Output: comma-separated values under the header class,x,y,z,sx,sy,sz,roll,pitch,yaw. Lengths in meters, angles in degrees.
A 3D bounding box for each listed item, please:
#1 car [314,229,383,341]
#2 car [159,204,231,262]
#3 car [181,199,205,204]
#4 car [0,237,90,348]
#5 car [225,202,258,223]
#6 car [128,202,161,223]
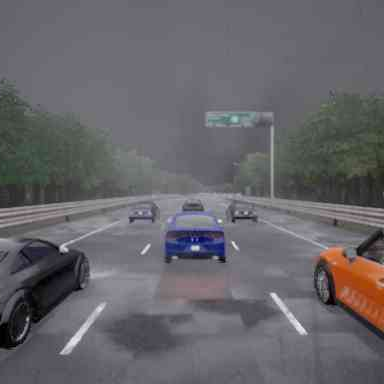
class,x,y,z,sx,sy,sz,roll,pitch,yaw
car,3.593,1.326,5.110,2.097,1.767,4.553,0,0,0
car,0.095,1.418,11.867,1.882,1.535,5.008,0,0,0
car,0.090,1.365,29.875,1.837,1.490,4.892,0,0,0
car,-3.405,1.532,6.221,1.994,1.385,4.181,0,0,0
car,3.591,1.430,24.609,2.033,1.411,5.357,0,0,0
car,-3.408,1.430,24.516,2.033,1.411,5.357,0,0,0
